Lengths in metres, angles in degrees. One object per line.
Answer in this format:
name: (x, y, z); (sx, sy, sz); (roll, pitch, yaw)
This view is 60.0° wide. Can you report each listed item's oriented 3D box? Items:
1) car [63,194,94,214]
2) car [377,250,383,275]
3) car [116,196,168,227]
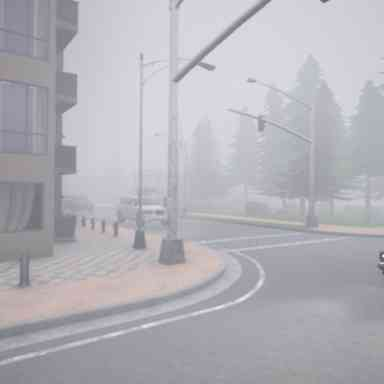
car: (-12.737, 1.320, 37.186); (2.150, 2.045, 5.566); (1, 0, -34)
car: (6.939, 1.699, 8.946); (4.718, 1.301, 1.895); (1, 0, -37)
car: (-3.600, 1.324, 23.979); (2.150, 2.045, 5.566); (1, 0, -35)
